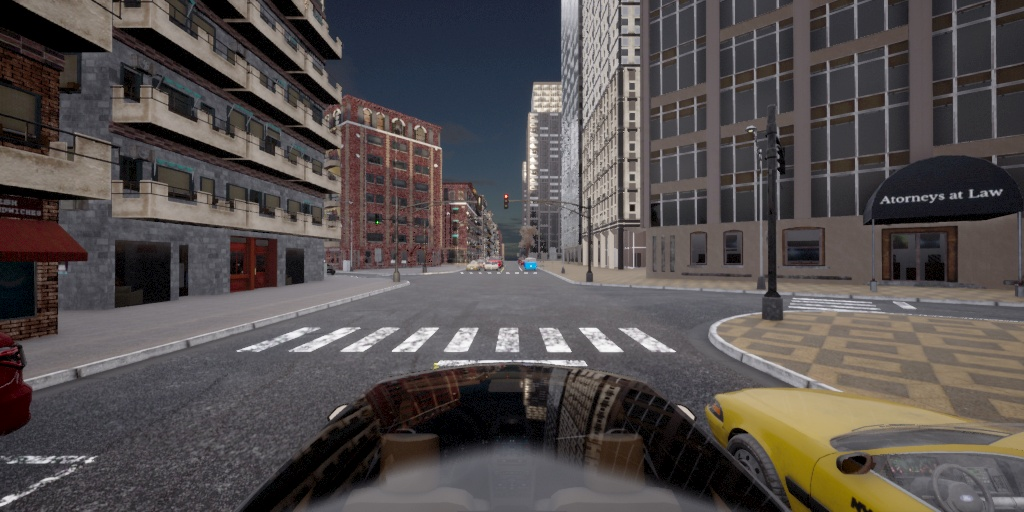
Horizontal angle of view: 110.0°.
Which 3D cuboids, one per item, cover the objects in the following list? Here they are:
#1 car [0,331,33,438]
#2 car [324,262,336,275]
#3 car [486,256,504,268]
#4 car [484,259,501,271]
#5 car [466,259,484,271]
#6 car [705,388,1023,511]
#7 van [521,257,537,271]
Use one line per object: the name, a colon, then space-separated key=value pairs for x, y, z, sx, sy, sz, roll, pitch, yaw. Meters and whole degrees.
car: x=-5.314 y=1.065 z=1.092 sx=2.192 sy=1.841 sz=5.009 roll=0 pitch=0 yaw=0
car: x=-22.364 y=1.456 z=41.791 sx=4.892 sy=1.490 sz=1.837 roll=-1 pitch=-1 yaw=41
car: x=-2.851 y=1.038 z=59.713 sx=2.150 sy=2.045 sz=5.566 roll=0 pitch=0 yaw=0
car: x=-2.865 y=1.396 z=50.205 sx=1.895 sy=1.301 sz=4.718 roll=0 pitch=0 yaw=-2
car: x=-5.331 y=1.321 z=49.921 sx=1.751 sy=1.417 sz=4.829 roll=0 pitch=0 yaw=0
car: x=2.566 y=1.275 z=1.271 sx=1.751 sy=1.417 sz=4.829 roll=0 pitch=0 yaw=0
van: x=2.549 y=1.136 z=50.094 sx=1.690 sy=1.789 sz=3.998 roll=0 pitch=0 yaw=0
